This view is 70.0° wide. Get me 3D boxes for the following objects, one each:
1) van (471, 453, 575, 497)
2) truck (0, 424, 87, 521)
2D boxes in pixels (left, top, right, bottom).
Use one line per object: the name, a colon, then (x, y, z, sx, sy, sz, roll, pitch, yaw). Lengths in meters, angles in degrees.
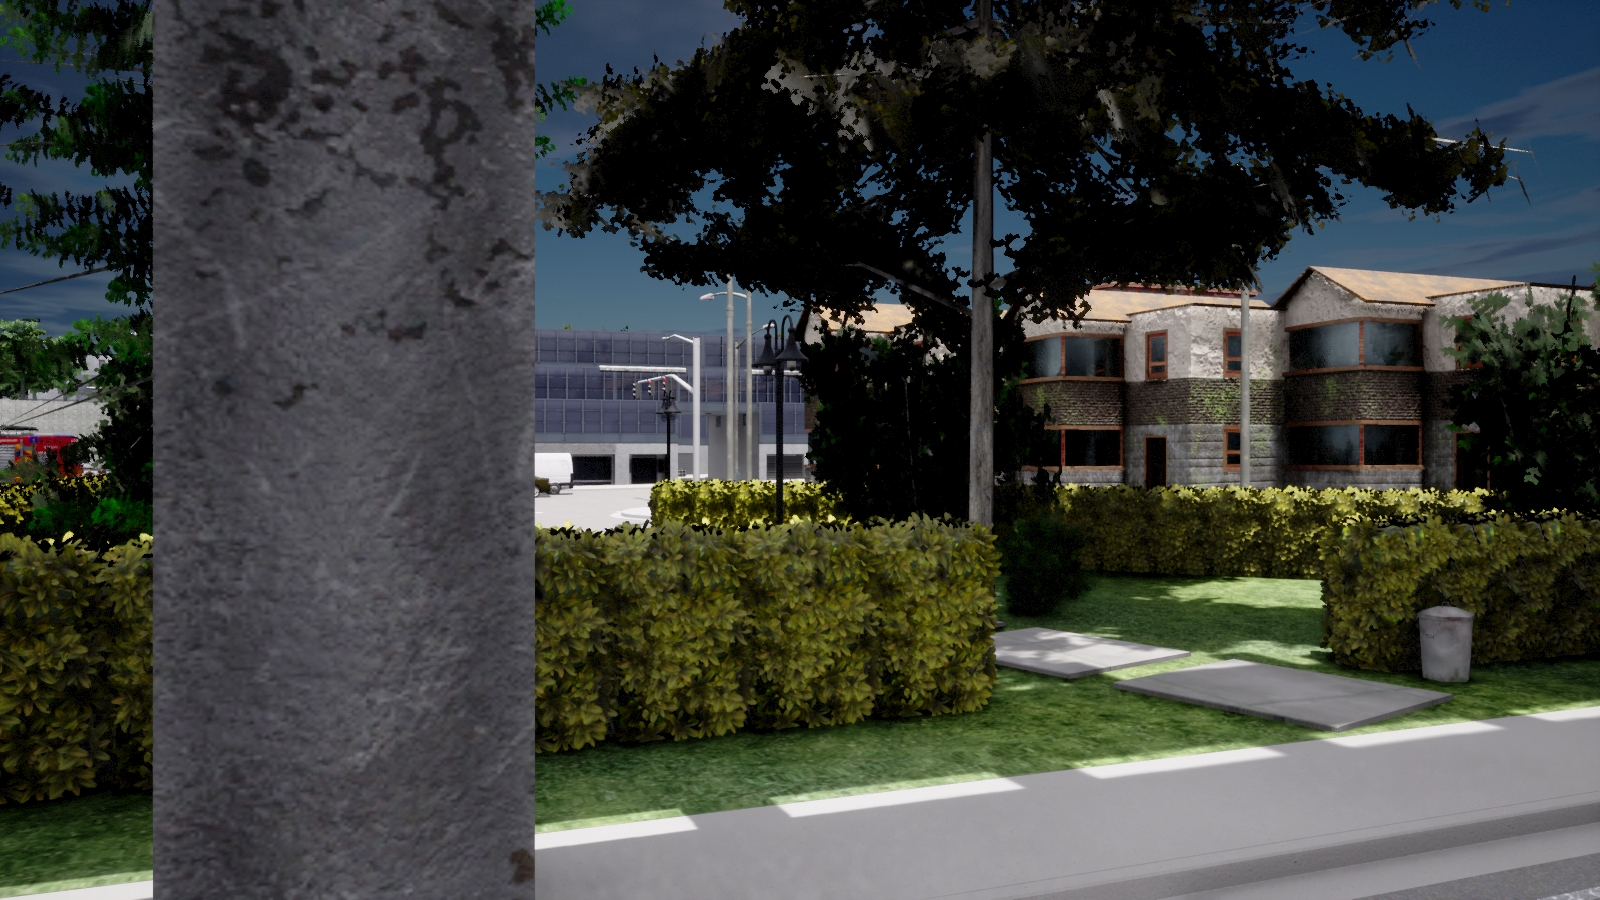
van: (-16.822, 1.478, 69.483, 5.915, 2.561, 1.988, 0, 0, -21)
truck: (-33.250, 0.901, 49.067, 2.891, 3.827, 8.468, 0, 0, -21)
